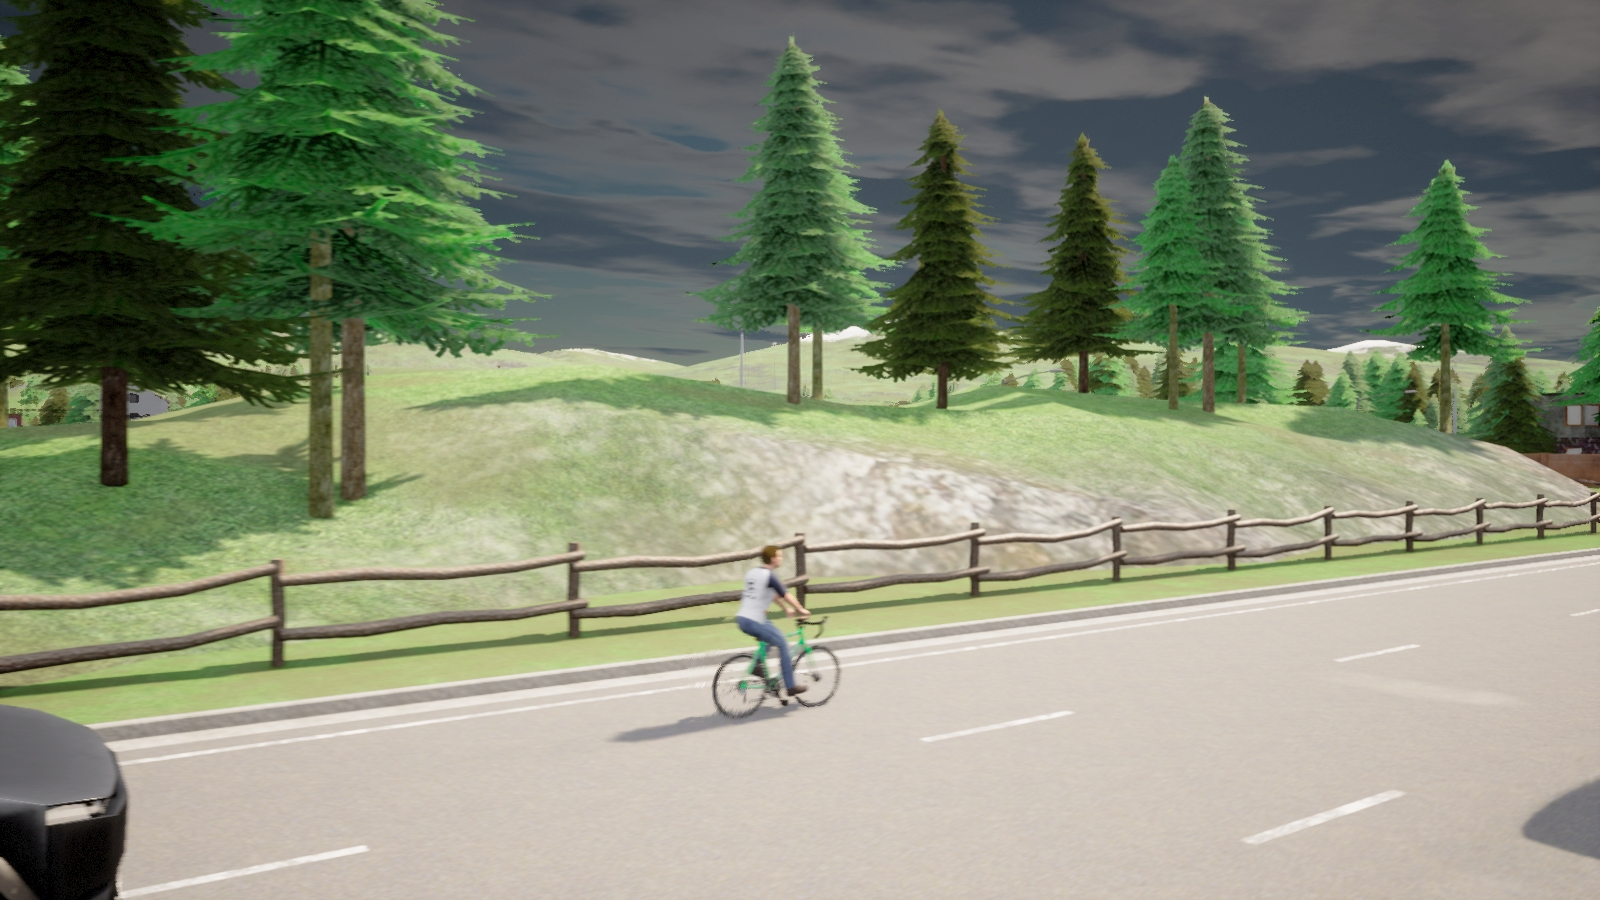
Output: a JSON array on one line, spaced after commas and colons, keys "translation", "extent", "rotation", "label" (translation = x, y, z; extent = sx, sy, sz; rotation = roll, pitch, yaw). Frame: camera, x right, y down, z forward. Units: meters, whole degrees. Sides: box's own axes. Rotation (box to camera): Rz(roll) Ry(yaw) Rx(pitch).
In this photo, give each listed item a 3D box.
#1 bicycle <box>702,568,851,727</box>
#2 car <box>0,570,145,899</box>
[{"translation": [-0.228, 2.062, 12.186], "extent": [1.643, 1.496, 0.373], "rotation": [1, 0, -35], "label": "bicycle"}, {"translation": [-5.983, 1.752, 3.957], "extent": [6.274, 2.098, 2.390], "rotation": [0, 0, -34], "label": "car"}]
